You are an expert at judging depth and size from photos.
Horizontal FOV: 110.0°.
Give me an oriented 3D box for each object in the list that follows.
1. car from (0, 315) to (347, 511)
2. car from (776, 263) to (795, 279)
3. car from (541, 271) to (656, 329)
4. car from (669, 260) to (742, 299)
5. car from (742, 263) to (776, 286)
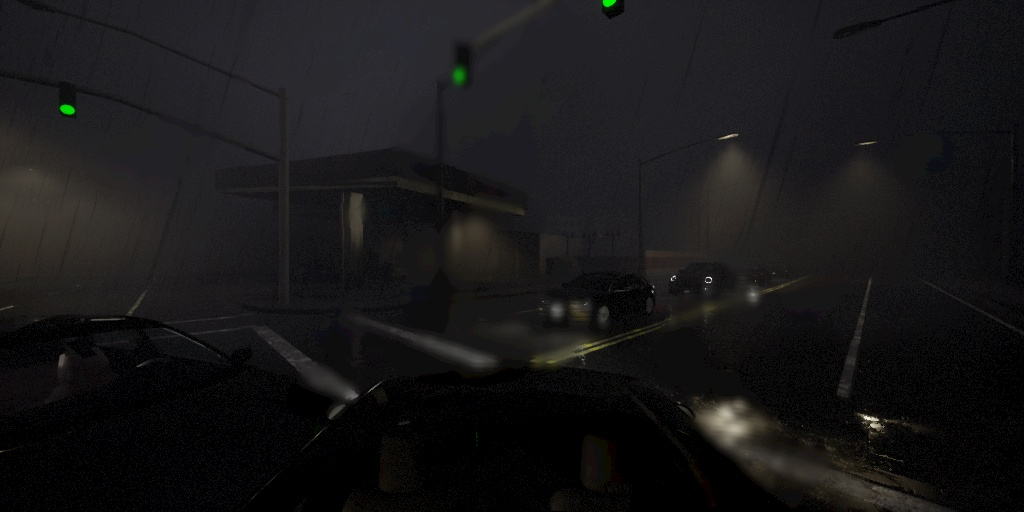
[{"bbox_3d":[-3.406,1.242,2.582,4.902,1.511,2.128,0,0,15],"label":"car"},{"bbox_3d":[23.965,1.314,32.253,4.181,1.385,1.994,0,0,-44],"label":"car"},{"bbox_3d":[2.947,1.255,11.564,4.892,1.490,1.837,0,0,-45],"label":"car"},{"bbox_3d":[9.825,1.102,18.370,4.553,1.767,2.097,0,0,-45],"label":"car"},{"bbox_3d":[16.792,1.314,25.241,1.994,1.385,4.181,0,0,44],"label":"car"}]
